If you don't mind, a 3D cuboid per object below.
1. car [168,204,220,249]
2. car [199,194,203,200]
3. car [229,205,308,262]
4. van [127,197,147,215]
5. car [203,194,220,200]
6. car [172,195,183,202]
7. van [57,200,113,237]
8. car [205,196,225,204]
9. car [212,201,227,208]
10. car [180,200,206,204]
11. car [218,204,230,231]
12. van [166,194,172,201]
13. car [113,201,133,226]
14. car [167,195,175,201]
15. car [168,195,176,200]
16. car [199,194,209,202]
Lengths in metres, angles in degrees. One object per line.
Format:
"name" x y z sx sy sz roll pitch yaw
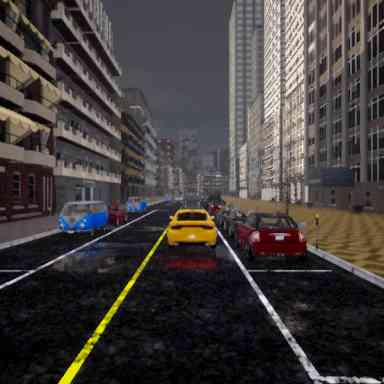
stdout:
"car" 0.000 1.489 14.650 1.882 1.535 5.008 0 0 0
"car" 2.693 1.613 72.919 2.008 1.369 4.403 0 0 0
"car" 2.694 1.442 12.168 1.967 1.590 4.097 0 0 0
"van" -5.687 1.354 34.260 1.690 1.788 3.998 0 0 0
"car" 3.107 1.255 48.027 2.150 2.045 5.566 0 0 0
"car" -2.999 1.573 75.976 1.812 1.442 4.674 0 0 0
"van" -5.687 1.346 17.692 1.690 1.788 3.998 0 0 0
"car" 2.694 1.453 34.259 1.967 1.590 4.097 0 0 0
"car" 2.693 1.558 23.215 2.008 1.369 4.403 0 0 0
"car" 0.000 1.628 29.680 1.895 1.301 4.718 0 0 0
"car" 2.693 1.555 17.691 2.008 1.369 4.403 0 0 0
"van" -5.688 1.422 83.965 1.690 1.788 3.998 0 0 0
"car" -5.688 1.552 23.215 1.887 1.381 4.507 0 0 0
"car" -5.688 1.616 89.318 1.752 1.417 4.829 0 0 0
"car" -5.689 1.669 95.011 1.947 1.339 4.313 0 0 0
"car" 2.693 1.386 78.443 2.192 1.841 5.009 0 0 0
